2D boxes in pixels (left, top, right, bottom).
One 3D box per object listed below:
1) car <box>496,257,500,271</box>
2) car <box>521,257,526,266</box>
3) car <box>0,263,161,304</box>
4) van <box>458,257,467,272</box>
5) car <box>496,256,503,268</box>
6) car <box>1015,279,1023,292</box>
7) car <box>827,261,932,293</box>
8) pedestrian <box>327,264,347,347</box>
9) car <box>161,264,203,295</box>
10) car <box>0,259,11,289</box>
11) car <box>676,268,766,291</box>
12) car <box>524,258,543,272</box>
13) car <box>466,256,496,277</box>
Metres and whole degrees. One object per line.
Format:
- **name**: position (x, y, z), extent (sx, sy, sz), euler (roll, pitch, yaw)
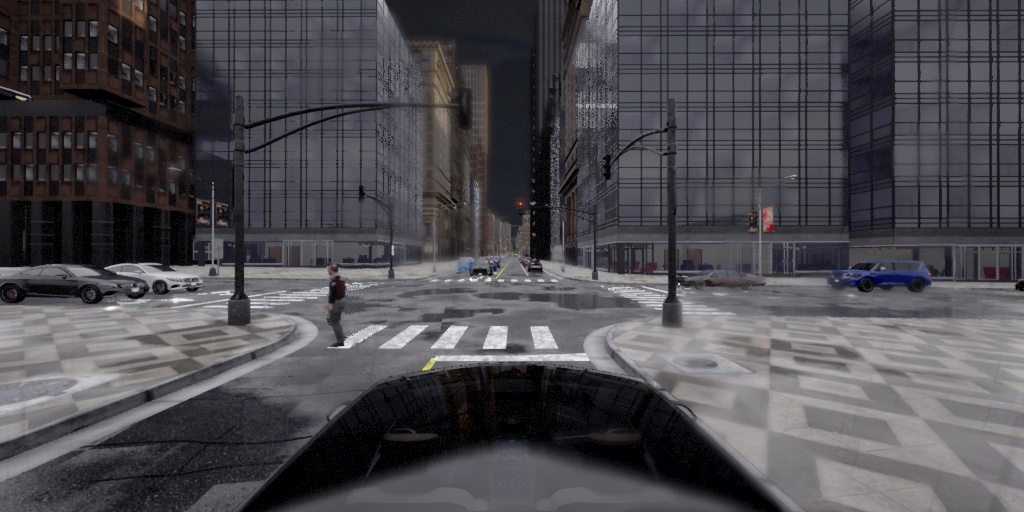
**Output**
- **car**: position (-2.917, 1.195, 45.899), extent (1.882, 1.535, 5.008), euler (0, 0, 1)
- **car**: position (2.934, 1.272, 61.635), extent (1.802, 1.307, 4.207), euler (0, 0, 0)
- **car**: position (-17.232, 1.046, 14.137), extent (4.674, 1.442, 1.812), euler (1, 0, -1)
- **van**: position (-5.685, 1.059, 44.733), extent (1.690, 1.789, 3.998), euler (0, 0, 0)
- **car**: position (-2.835, 1.202, 58.537), extent (1.837, 1.490, 4.892), euler (0, 0, 0)
- **car**: position (36.738, 1.785, 23.821), extent (4.892, 1.490, 1.837), euler (1, 0, 1)
- **car**: position (24.403, 1.335, 23.899), extent (5.566, 2.045, 2.150), euler (1, 0, 0)
- **pedestrian**: position (-3.820, 1.044, 7.798), extent (0.375, 1.860, 0.375), euler (0, 0, 0)
- **car**: position (-17.760, 1.052, 17.394), extent (4.674, 1.442, 1.812), euler (1, 0, 0)
- **car**: position (-28.183, 0.870, 17.443), extent (5.008, 1.535, 1.882), euler (1, 0, 1)
- **car**: position (13.824, 1.519, 23.950), extent (5.357, 1.411, 2.033), euler (1, 0, 0)
- **car**: position (2.840, 1.284, 44.687), extent (1.948, 1.339, 4.313), euler (0, 0, 0)
- **car**: position (-2.961, 1.081, 35.522), extent (2.097, 1.767, 4.553), euler (0, 0, 0)
